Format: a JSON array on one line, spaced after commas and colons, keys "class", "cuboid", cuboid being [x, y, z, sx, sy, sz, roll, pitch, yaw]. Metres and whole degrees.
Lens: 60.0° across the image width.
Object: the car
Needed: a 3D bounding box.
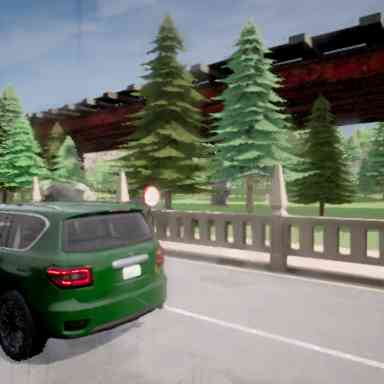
[{"class": "car", "cuboid": [-2.996, 1.189, 6.116, 5.566, 2.045, 2.150, 0, 0, 36]}]
